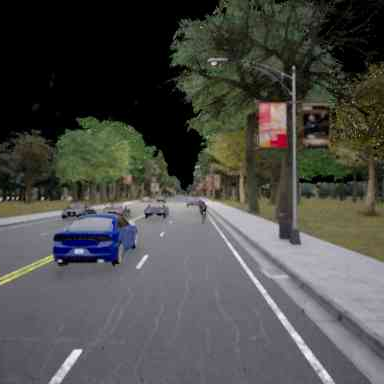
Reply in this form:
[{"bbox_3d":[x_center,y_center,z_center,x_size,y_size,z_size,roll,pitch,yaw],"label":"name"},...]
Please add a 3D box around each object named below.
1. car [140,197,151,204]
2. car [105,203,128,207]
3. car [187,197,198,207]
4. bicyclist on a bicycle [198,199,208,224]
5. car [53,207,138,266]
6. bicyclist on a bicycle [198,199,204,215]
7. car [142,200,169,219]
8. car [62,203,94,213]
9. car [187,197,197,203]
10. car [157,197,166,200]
[{"bbox_3d":[-9.750,1.706,70.485,1.812,1.442,4.674,0,0,0],"label":"car"},{"bbox_3d":[-6.595,1.654,29.202,1.994,1.385,4.181,0,0,0],"label":"car"},{"bbox_3d":[0.048,1.707,54.511,2.033,1.411,5.357,0,0,1],"label":"car"},{"bbox_3d":[0.892,1.530,24.628,0.582,1.620,1.656,0,0,0],"label":"bicyclist on a bicycle"},{"bbox_3d":[-3.152,1.516,11.764,1.882,1.535,5.008,0,0,0],"label":"car"},{"bbox_3d":[0.891,1.558,34.643,0.582,1.620,1.656,0,0,0],"label":"bicyclist on a bicycle"},{"bbox_3d":[-3.152,1.695,30.660,1.895,1.301,4.718,0,0,0],"label":"car"},{"bbox_3d":[-9.844,1.654,29.153,1.994,1.385,4.181,0,0,0],"label":"car"},{"bbox_3d":[0.000,1.779,74.827,1.994,1.385,4.181,0,0,0],"label":"car"},{"bbox_3d":[-6.500,1.722,70.484,2.033,1.411,5.357,0,0,0],"label":"car"}]
